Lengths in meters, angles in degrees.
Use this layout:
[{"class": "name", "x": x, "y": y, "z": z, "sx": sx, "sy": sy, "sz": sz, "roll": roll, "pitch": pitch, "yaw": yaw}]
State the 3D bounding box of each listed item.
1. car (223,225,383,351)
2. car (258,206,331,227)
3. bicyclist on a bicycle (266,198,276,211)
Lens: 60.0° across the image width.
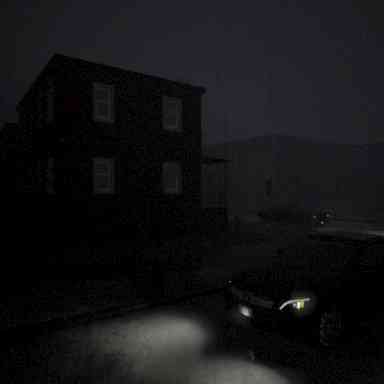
[{"class": "car", "x": 2.753, "y": 1.526, "z": 6.288, "sx": 4.674, "sy": 1.442, "sz": 1.812, "roll": 0, "pitch": 0, "yaw": -33}, {"class": "car", "x": 6.800, "y": 1.601, "z": 22.440, "sx": 1.895, "sy": 1.301, "sz": 4.718, "roll": 0, "pitch": 0, "yaw": -36}, {"class": "bicyclist on a bicycle", "x": 8.304, "y": 1.348, "z": 34.786, "sx": 1.656, "sy": 1.620, "sz": 0.582, "roll": 0, "pitch": 0, "yaw": -35}]
